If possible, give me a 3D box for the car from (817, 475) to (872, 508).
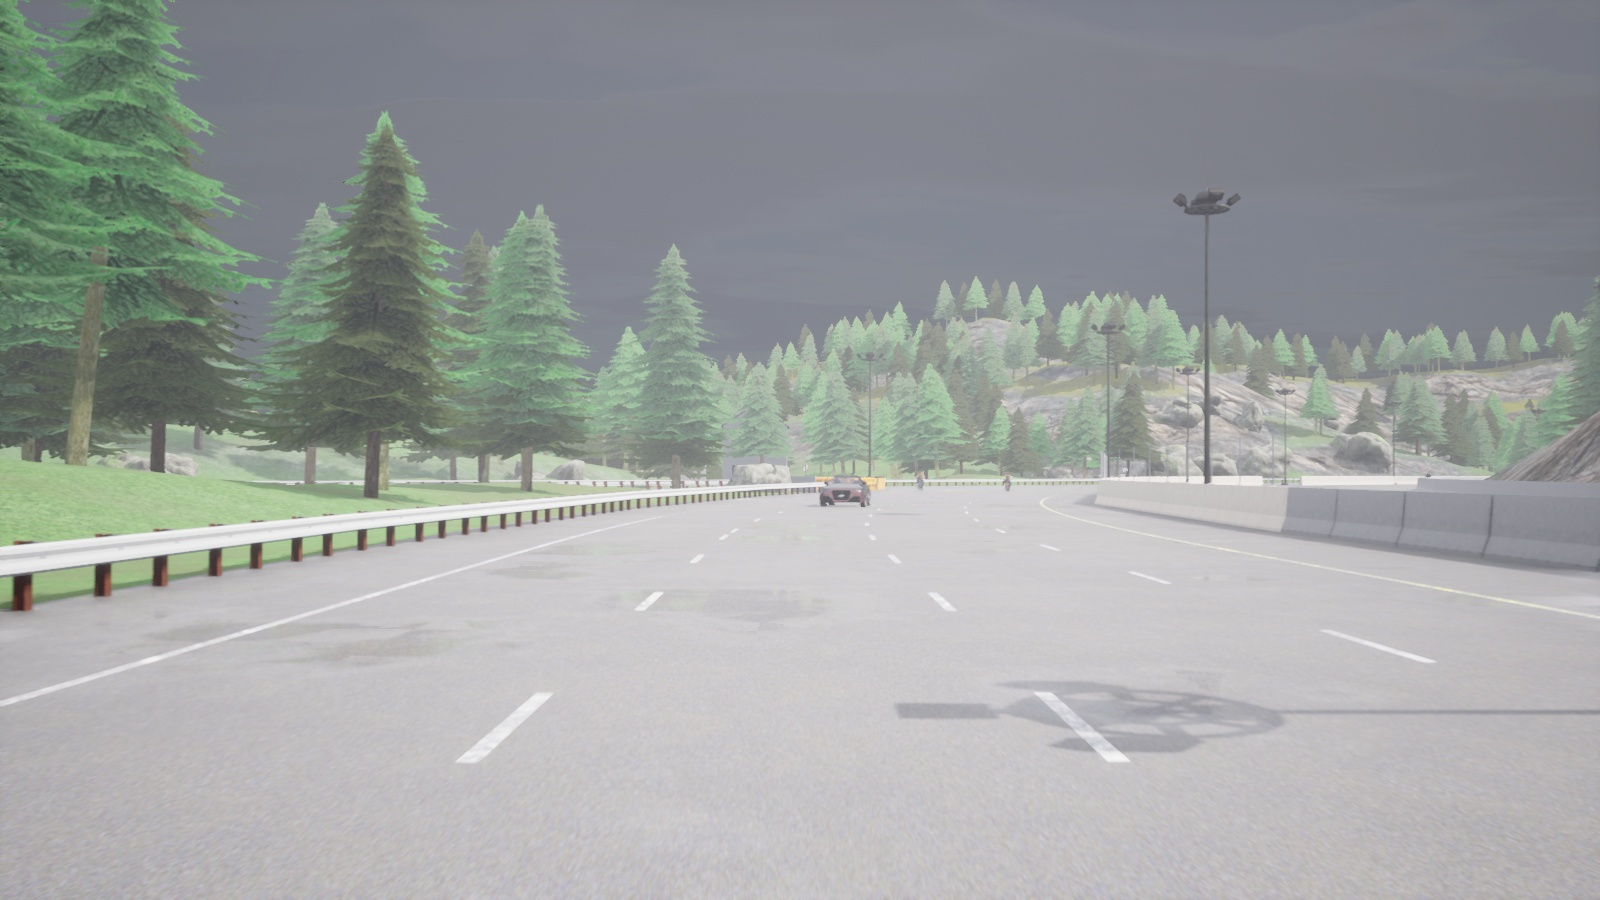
[{"bbox_3d":[2.018,1.798,55.433,1.994,1.385,4.181,0,-1,8],"label":"car"}]
